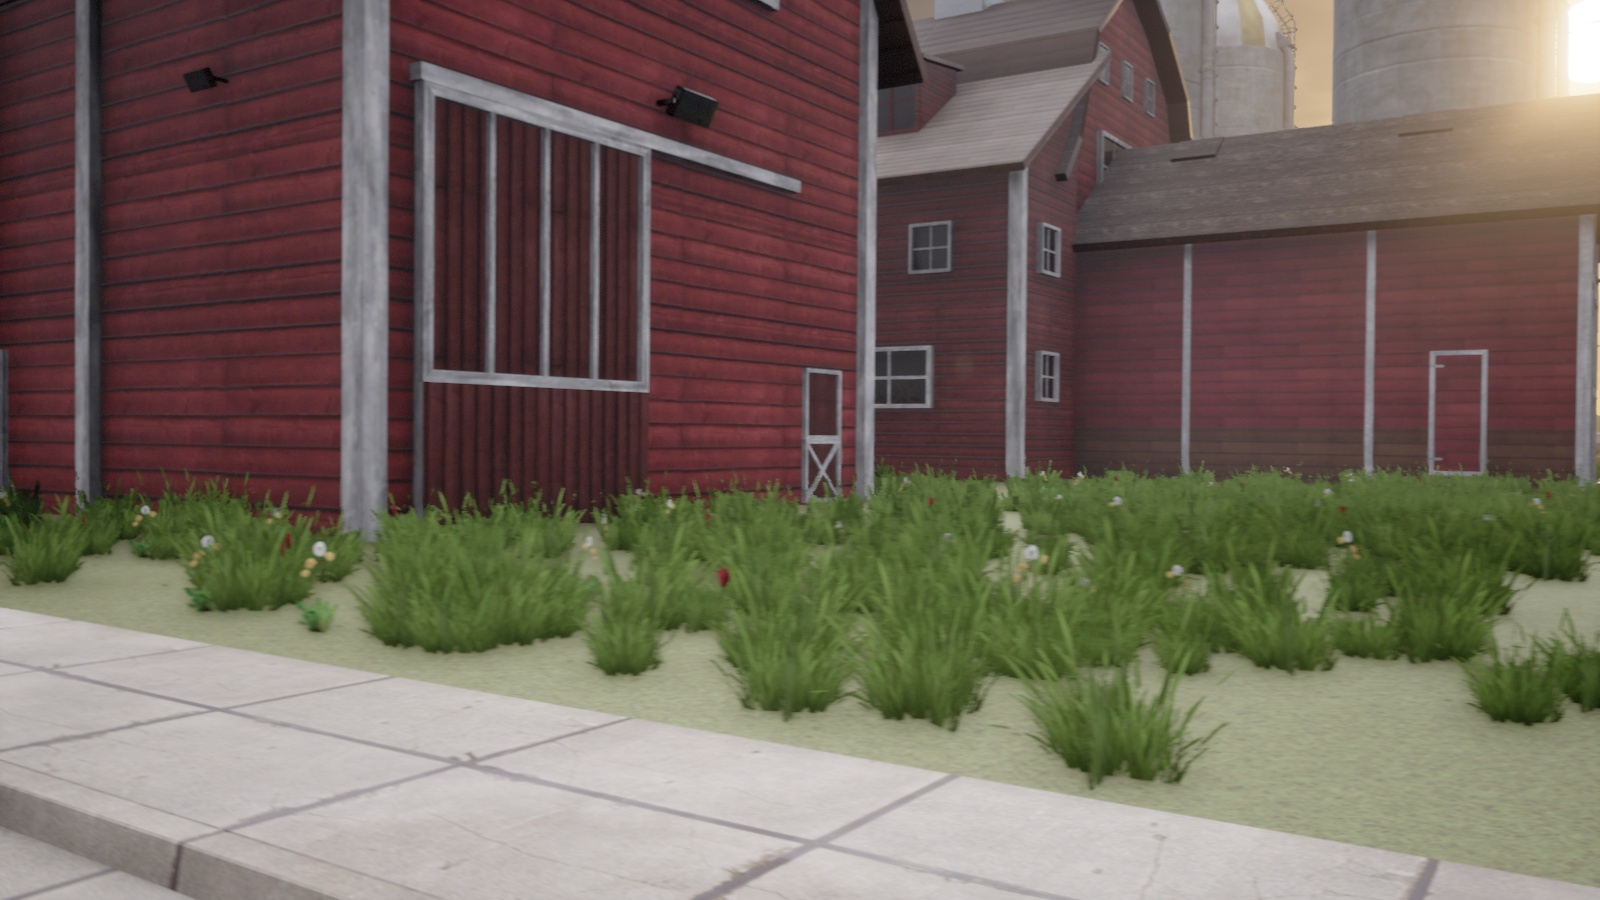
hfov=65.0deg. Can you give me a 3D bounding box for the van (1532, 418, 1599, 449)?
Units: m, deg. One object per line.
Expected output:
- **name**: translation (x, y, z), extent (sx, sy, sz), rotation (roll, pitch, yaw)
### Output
- **van**: translation (50.789, -1.104, 82.647), extent (4.442, 1.987, 1.775), rotation (0, 1, 33)
